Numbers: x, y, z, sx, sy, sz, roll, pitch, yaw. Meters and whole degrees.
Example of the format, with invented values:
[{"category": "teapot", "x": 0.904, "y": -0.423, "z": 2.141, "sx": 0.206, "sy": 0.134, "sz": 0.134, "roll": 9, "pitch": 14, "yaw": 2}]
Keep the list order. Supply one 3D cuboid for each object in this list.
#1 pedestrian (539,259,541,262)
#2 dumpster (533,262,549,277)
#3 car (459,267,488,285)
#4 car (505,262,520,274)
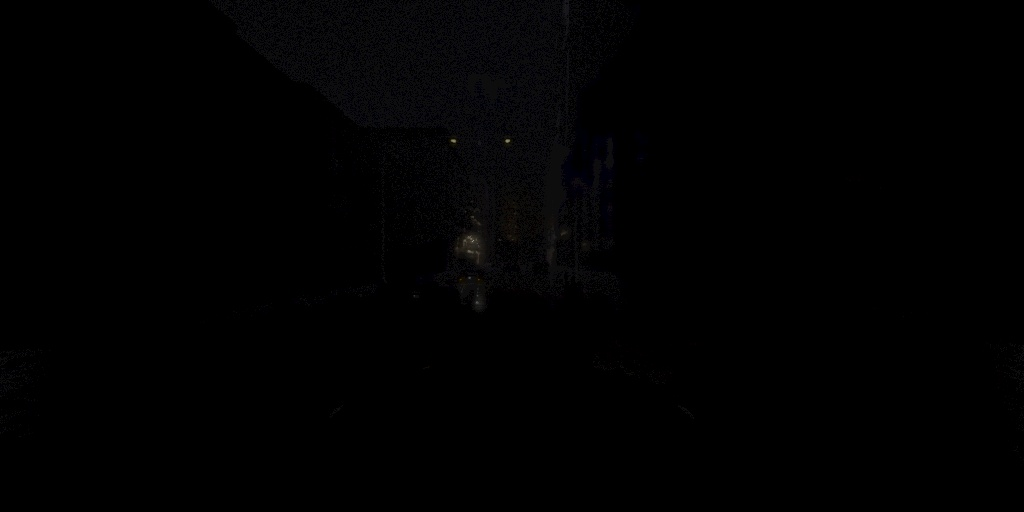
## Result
[{"category": "pedestrian", "x": 3.174, "y": 1.259, "z": 40.411, "sx": 0.375, "sy": 1.860, "sz": 0.375, "roll": 0, "pitch": 0, "yaw": -15}, {"category": "dumpster", "x": 3.173, "y": 1.502, "z": 39.252, "sx": 1.020, "sy": 1.700, "sz": 1.940, "roll": 0, "pitch": 0, "yaw": 0}, {"category": "car", "x": -3.068, "y": 1.575, "z": 29.192, "sx": 1.994, "sy": 1.385, "sz": 4.181, "roll": 0, "pitch": -1, "yaw": 0}, {"category": "car", "x": 0.065, "y": 1.577, "z": 50.415, "sx": 2.097, "sy": 1.767, "sz": 4.553, "roll": 0, "pitch": -1, "yaw": 0}]
